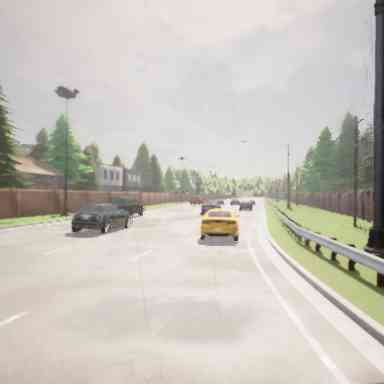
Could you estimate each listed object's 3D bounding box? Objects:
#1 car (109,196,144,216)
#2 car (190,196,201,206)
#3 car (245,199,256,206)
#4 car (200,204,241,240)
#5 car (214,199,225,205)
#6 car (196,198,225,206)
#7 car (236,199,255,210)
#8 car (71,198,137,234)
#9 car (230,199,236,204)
[{"bbox_3d":[-6.439,1.438,32.264,2.150,2.045,5.566,0,-1,12],"label":"car"},{"bbox_3d":[1.027,1.825,67.733,2.150,2.045,5.566,0,-1,12],"label":"car"},{"bbox_3d":[13.032,2.298,73.692,2.128,1.511,4.902,0,-1,12],"label":"car"},{"bbox_3d":[1.592,1.653,18.188,1.882,1.535,5.008,0,-1,8],"label":"car"},{"bbox_3d":[6.338,2.248,75.866,1.812,1.442,4.674,0,-1,12],"label":"car"},{"bbox_3d":[2.290,1.860,39.640,2.128,1.511,4.902,0,-1,12],"label":"car"},{"bbox_3d":[8.500,2.028,51.973,2.128,1.511,4.902,0,-1,12],"label":"car"},{"bbox_3d":[-5.393,1.476,20.401,2.097,1.767,4.553,0,-1,12],"label":"car"},{"bbox_3d":[9.701,2.273,74.854,1.812,1.442,4.674,0,-1,12],"label":"car"}]
